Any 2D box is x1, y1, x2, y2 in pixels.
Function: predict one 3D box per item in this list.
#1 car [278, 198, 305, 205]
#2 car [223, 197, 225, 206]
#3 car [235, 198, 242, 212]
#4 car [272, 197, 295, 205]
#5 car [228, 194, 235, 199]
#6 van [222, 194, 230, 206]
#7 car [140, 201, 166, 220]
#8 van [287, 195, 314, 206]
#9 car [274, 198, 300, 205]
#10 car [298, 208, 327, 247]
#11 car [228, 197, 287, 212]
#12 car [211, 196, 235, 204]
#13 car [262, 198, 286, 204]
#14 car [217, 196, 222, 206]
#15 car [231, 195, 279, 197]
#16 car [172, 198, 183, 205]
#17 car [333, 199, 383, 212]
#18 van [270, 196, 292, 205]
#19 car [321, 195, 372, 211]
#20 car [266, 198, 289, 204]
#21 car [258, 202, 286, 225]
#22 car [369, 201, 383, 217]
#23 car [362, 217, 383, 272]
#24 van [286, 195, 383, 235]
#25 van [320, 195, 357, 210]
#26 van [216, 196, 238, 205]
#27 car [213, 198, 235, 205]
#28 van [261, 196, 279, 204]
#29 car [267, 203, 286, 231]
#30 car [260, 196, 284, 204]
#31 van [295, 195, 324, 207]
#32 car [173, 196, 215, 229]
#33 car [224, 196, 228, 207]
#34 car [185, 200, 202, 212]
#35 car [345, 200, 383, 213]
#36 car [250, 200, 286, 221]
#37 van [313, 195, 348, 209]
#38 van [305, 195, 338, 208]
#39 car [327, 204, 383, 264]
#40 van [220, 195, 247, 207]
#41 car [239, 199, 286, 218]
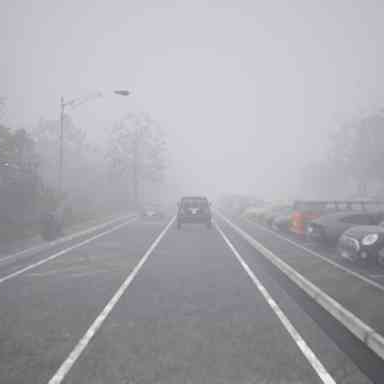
[{"bbox_3d":[20.372,1.964,68.390,5.008,1.535,2.097,0,-1,0],"label":"car"},{"bbox_3d":[7.178,1.673,46.463,4.674,1.452,2.002,0,0,0],"label":"car"},{"bbox_3d":[7.092,1.580,32.583,4.892,1.521,2.231,0,0,0],"label":"car"},{"bbox_3d":[20.376,1.950,73.933,4.553,1.767,2.185,0,-1,0],"label":"car"},{"bbox_3d":[7.113,1.486,40.911,4.553,1.767,2.185,0,0,0],"label":"car"},{"bbox_3d":[7.074,1.419,49.241,4.442,1.987,1.878,0,0,0],"label":"van"},{"bbox_3d":[-3.292,1.555,28.825,2.128,1.511,4.902,0,0,0],"label":"car"},{"bbox_3d":[20.463,1.628,62.855,4.442,1.987,1.878,0,-1,0],"label":"van"},{"bbox_3d":[20.388,2.022,71.285,5.008,1.535,2.097,0,-1,0],"label":"car"},{"bbox_3d":[7.020,1.532,13.149,4.792,1.488,2.163,0,0,0],"label":"car"},{"bbox_3d":[6.929,1.587,35.360,5.366,1.575,1.946,0,0,0],"label":"car"},{"bbox_3d":[7.332,1.944,79.757,5.566,2.045,2.435,0,-1,0],"label":"car"},{"bbox_3d":[20.269,2.240,82.237,5.366,1.575,1.946,0,-1,0],"label":"car"},{"bbox_3d":[7.235,1.404,52.016,5.566,2.045,2.435,0,0,0],"label":"car"},{"bbox_3d":[7.098,1.475,38.135,4.553,1.767,2.185,0,0,0],"label":"car"},{"bbox_3d":[-3.015,2.069,70.493,1.994,1.385,4.181,0,-1,0],"label":"car"},{"bbox_3d":[20.218,1.605,40.712,5.008,1.535,2.097,0,0,0],"label":"car"},{"bbox_3d":[20.540,1.905,76.703,4.442,1.987,1.878,0,-1,0],"label":"van"},{"bbox_3d":[20.211,1.366,43.608,5.566,2.045,2.435,0,0,0],"label":"car"},{"bbox_3d":[20.432,2.187,79.470,4.892,1.521,2.231,0,-1,0],"label":"car"},{"bbox_3d":[7.008,1.564,21.478,4.792,1.488,2.163,0,0,0],"label":"car"},{"bbox_3d":[20.181,1.613,32.526,4.674,1.452,2.002,0,0,0],"label":"car"},{"bbox_3d":[6.954,1.490,7.597,4.892,1.521,2.231,0,0,0],"label":"car"},{"bbox_3d":[7.123,1.287,15.926,4.442,1.987,1.878,0,0,0],"label":"van"},{"bbox_3d":[20.372,1.402,46.378,4.442,1.987,1.878,0,0,0],"label":"van"},{"bbox_3d":[7.431,1.803,71.429,4.442,1.987,1.878,0,-1,0],"label":"van"},{"bbox_3d":[7.374,2.170,76.975,4.792,1.488,2.163,0,-1,0],"label":"car"},{"bbox_3d":[20.603,2.154,87.900,4.442,1.987,1.878,0,-2,0],"label":"van"},{"bbox_3d":[6.993,1.553,18.702,4.792,1.488,2.163,0,0,0],"label":"car"},{"bbox_3d":[20.497,2.054,85.010,5.566,2.045,2.435,0,-2,0],"label":"car"},{"bbox_3d":[20.199,1.517,57.318,4.442,1.987,1.878,0,-1,0],"label":"van"},{"bbox_3d":[0.133,1.265,22.030,2.150,2.045,5.566,0,0,0],"label":"car"},{"bbox_3d":[7.155,1.622,43.687,5.008,1.535,2.097,0,0,0],"label":"car"},{"bbox_3d":[0.207,1.701,42.313,1.994,1.385,4.181,0,-1,0],"label":"car"},{"bbox_3d":[20.206,1.635,37.941,4.674,1.452,2.002,0,0,0],"label":"car"},{"bbox_3d":[7.023,1.575,24.254,4.792,1.488,2.163,0,0,0],"label":"car"},{"bbox_3d":[20.386,1.413,49.023,4.442,1.987,1.878,0,0,0],"label":"van"},{"bbox_3d":[20.169,1.424,51.927,4.442,1.987,1.878,0,-1,0],"label":"van"},{"bbox_3d":[7.007,1.368,10.376,4.553,1.767,2.185,0,0,0],"label":"car"},{"bbox_3d":[7.120,1.525,57.552,4.442,1.987,1.878,0,-1,0],"label":"van"},{"bbox_3d":[6.882,1.554,27.032,5.366,1.575,1.946,0,0,0],"label":"car"}]
